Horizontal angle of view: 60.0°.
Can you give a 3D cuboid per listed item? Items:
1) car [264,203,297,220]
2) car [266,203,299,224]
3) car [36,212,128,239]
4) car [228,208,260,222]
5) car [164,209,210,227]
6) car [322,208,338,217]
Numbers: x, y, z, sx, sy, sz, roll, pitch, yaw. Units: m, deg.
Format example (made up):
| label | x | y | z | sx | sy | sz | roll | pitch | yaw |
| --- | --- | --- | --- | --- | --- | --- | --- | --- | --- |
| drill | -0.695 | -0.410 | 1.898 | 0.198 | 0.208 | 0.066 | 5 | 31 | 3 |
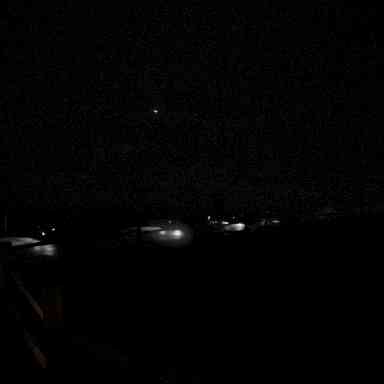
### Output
| label | x | y | z | sx | sy | sz | roll | pitch | yaw |
| --- | --- | --- | --- | --- | --- | --- | --- | --- | --- |
| car | 12.049 | 2.531 | 45.126 | 2.150 | 2.045 | 5.566 | 3 | 0 | 38 |
| car | 10.398 | 2.475 | 37.879 | 2.150 | 2.045 | 5.566 | 3 | 0 | 36 |
| car | -6.297 | 1.915 | 19.770 | 2.033 | 1.411 | 5.357 | 3 | 0 | 36 |
| car | 5.786 | 2.510 | 36.507 | 1.837 | 1.490 | 4.892 | 3 | 0 | 37 |
| car | -0.325 | 2.191 | 28.055 | 1.837 | 1.490 | 4.892 | 3 | 0 | 36 |
| car | 22.984 | 3.353 | 55.361 | 1.812 | 1.442 | 4.674 | 3 | 1 | 37 |
